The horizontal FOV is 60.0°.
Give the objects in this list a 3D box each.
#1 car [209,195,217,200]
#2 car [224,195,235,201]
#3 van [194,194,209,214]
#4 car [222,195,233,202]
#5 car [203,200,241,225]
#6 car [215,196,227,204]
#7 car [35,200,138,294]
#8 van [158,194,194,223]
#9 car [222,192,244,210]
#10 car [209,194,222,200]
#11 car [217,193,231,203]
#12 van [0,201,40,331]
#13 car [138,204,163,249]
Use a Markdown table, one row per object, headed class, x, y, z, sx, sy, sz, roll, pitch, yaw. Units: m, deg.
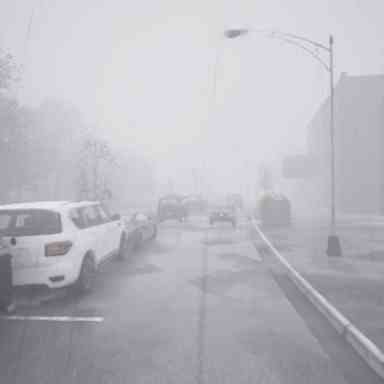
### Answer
| class | x | y | z | sx | sy | sz | roll | pitch | yaw |
| --- | --- | --- | --- | --- | --- | --- | --- | --- | --- |
| car | 1.528 | 1.507 | 41.867 | 2.163 | 1.488 | 4.792 | -1 | 1 | 9 |
| car | 9.655 | 1.473 | 85.461 | 2.097 | 1.535 | 5.008 | 0 | 0 | 13 |
| van | 0.337 | 1.256 | 35.465 | 1.878 | 1.987 | 4.442 | -1 | 1 | 8 |
| car | 8.639 | 1.459 | 80.007 | 2.097 | 1.535 | 5.008 | 0 | 0 | 13 |
| car | 2.291 | 1.544 | 24.026 | 2.033 | 1.411 | 5.357 | 0 | 0 | 9 |
| car | 5.592 | 1.521 | 63.659 | 2.002 | 1.452 | 4.674 | 0 | 0 | 11 |
| car | -3.312 | 1.229 | 8.958 | 2.435 | 2.045 | 5.566 | -1 | 1 | 2 |
| van | -1.336 | 1.260 | 25.654 | 1.878 | 1.987 | 4.442 | -1 | 1 | 8 |
| car | 5.372 | 1.204 | 41.944 | 2.150 | 2.045 | 5.566 | 0 | 0 | 10 |
| car | 2.539 | 1.473 | 47.285 | 2.231 | 1.521 | 4.892 | -1 | 1 | 9 |
| car | 6.826 | 1.240 | 70.290 | 2.435 | 2.045 | 5.566 | 0 | 0 | 11 |
| van | -3.618 | 1.248 | 3.464 | 1.878 | 1.987 | 4.442 | -1 | 1 | 0 |
| car | -2.804 | 1.525 | 14.497 | 2.002 | 1.452 | 4.674 | -1 | 1 | 6 |
